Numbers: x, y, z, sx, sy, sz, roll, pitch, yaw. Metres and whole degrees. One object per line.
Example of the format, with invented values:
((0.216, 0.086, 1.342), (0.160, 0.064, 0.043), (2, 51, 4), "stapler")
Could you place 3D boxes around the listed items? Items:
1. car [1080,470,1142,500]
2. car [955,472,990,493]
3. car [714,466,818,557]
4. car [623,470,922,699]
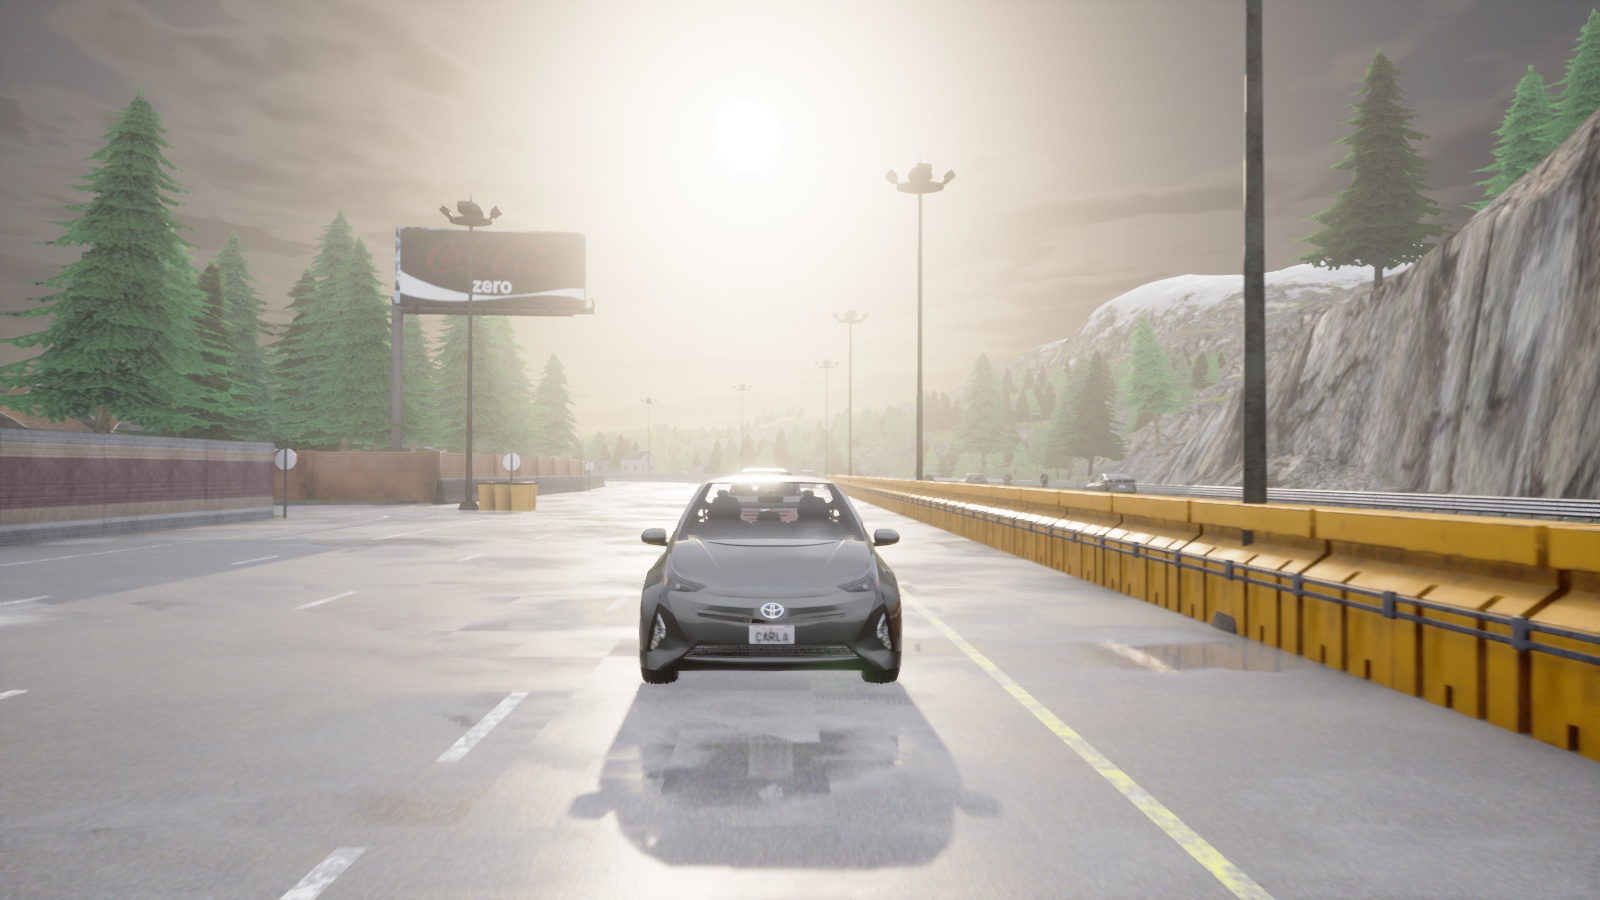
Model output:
((16.067, 1.784, 65.020), (2.007, 1.525, 4.514), (0, -1, -1), "car")
((12.164, 2.263, 88.702), (1.816, 1.474, 4.193), (0, -1, -1), "car")
((-0.665, 1.125, 24.432), (1.851, 1.617, 3.988), (0, -1, -2), "car")
((-0.252, 0.942, 10.709), (2.007, 1.525, 4.514), (0, -1, -2), "car")
